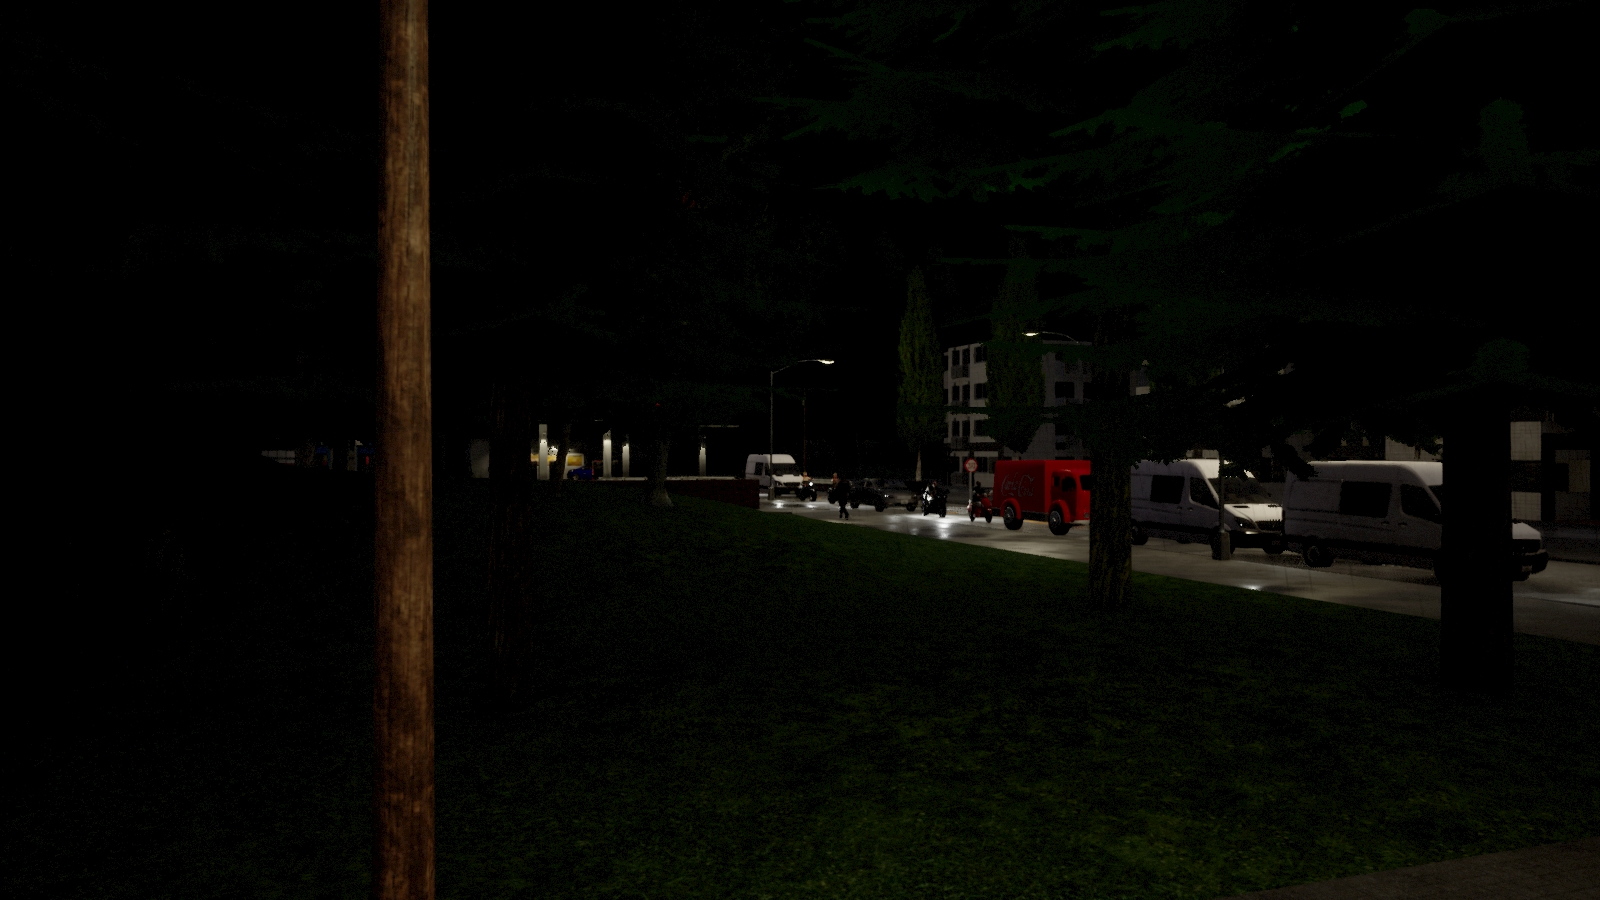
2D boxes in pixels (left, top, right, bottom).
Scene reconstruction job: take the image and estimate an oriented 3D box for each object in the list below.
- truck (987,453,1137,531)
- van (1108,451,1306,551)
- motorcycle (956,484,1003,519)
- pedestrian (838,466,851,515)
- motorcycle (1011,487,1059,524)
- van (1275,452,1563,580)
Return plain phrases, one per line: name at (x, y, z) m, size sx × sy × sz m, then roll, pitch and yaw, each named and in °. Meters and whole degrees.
truck at (8.905, 1.356, 39.393) m, size 2.627 × 2.467 × 5.204 m, roll 0°, pitch 0°, yaw -20°
van at (11.382, 1.323, 32.522) m, size 1.988 × 2.561 × 5.915 m, roll 0°, pitch 0°, yaw -20°
motorcycle at (6.991, 1.993, 44.695) m, size 0.867 × 1.251 × 2.209 m, roll 0°, pitch 0°, yaw -20°
pedestrian at (1.693, 1.532, 43.746) m, size 0.375 × 1.860 × 0.375 m, roll 0°, pitch 0°, yaw -21°
motorcycle at (8.397, 1.970, 40.853) m, size 0.856 × 1.236 × 1.805 m, roll 0°, pitch 0°, yaw -20°
van at (13.758, 1.324, 25.946) m, size 1.988 × 2.561 × 5.915 m, roll 0°, pitch 0°, yaw -20°
